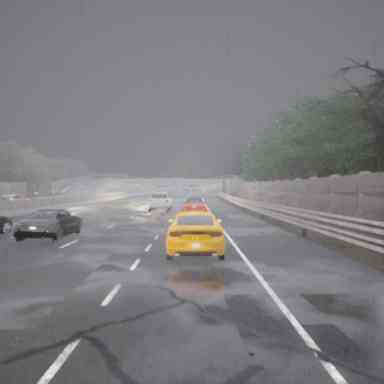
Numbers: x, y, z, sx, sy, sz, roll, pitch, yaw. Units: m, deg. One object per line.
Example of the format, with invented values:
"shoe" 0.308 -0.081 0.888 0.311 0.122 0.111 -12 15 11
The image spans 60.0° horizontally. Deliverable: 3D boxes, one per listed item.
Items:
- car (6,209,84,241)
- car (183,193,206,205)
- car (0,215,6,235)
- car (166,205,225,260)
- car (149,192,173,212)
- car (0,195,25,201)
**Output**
"car" -6.867 1.524 16.351 1.994 1.385 4.181 0 0 0
"car" 0.204 1.247 30.420 2.097 1.767 4.553 0 1 0
"car" -10.370 1.467 15.541 1.837 1.490 4.892 0 0 0
"car" 0.120 1.447 12.404 1.882 1.535 5.008 0 0 0
"car" -3.356 1.052 36.586 2.150 2.045 5.566 0 1 0
"car" -20.943 1.319 36.587 2.128 1.511 4.902 0 1 1
